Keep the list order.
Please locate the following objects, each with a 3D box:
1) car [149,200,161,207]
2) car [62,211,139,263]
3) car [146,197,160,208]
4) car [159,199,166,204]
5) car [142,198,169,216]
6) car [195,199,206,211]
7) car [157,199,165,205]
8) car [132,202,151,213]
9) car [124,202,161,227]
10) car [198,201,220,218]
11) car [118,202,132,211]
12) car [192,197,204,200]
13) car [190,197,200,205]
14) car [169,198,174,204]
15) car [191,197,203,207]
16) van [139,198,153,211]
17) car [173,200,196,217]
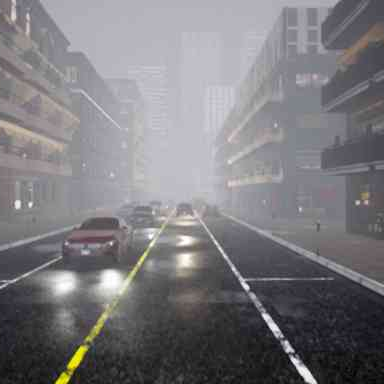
[{"bbox_3d":[-7.342,2.254,67.156,2.008,1.369,4.403,-1,-1,-1],"label":"car"},{"bbox_3d":[-3.386,1.660,12.738,1.812,1.442,4.674,0,-1,-1],"label":"car"},{"bbox_3d":[-7.189,1.959,61.558,2.192,1.841,5.009,-1,-1,-1],"label":"car"},{"bbox_3d":[-7.889,2.520,89.555,1.802,1.307,4.206,-1,-1,-1],"label":"car"},{"bbox_3d":[-3.985,1.742,36.969,2.097,1.767,4.553,0,-1,-1],"label":"car"},{"bbox_3d":[1.595,1.994,45.105,1.752,1.417,4.829,-1,-1,-1],"label":"car"},{"bbox_3d":[-7.751,2.461,83.955,1.802,1.307,4.206,-1,-1,-1],"label":"car"},{"bbox_3d":[-6.746,2.020,44.756,2.008,1.369,4.403,-1,-1,-1],"label":"car"},{"bbox_3d":[-3.678,1.772,25.365,1.837,1.490,4.892,0,-1,-1],"label":"car"},{"bbox_3d":[1.878,1.932,33.734,1.802,1.307,4.206,-1,-1,-1],"label":"car"},{"bbox_3d":[-6.468,1.934,33.556,1.802,1.307,4.206,-1,-1,-1],"label":"car"},{"bbox_3d":[1.318,1.898,56.137,2.192,1.841,5.009,-1,-1,-1],"label":"car"},{"bbox_3d":[0.763,2.133,78.537,2.192,1.841,5.009,-1,-1,-1],"label":"car"},{"bbox_3d":[-4.875,2.188,76.956,1.882,1.535,5.008,0,-1,-1],"label":"car"},{"bbox_3d":[1.041,2.016,67.337,2.192,1.841,5.009,-1,-1,-1],"label":"car"},{"bbox_3d":[-6.888,1.869,50.358,1.690,1.788,3.998,-1,-1,-1],"label":"van"},{"bbox_3d":[-0.783,1.877,35.783,1.837,1.490,4.892,0,-1,-1],"label":"car"}]
